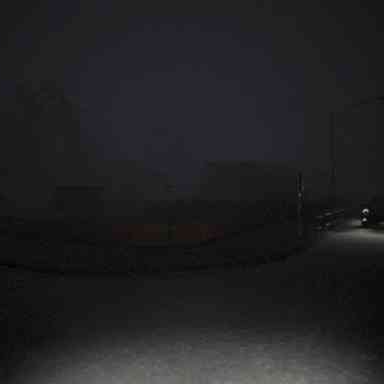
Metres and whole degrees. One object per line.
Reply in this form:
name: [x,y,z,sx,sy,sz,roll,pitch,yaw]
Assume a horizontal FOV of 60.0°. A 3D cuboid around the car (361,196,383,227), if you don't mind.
car: [11.314,1.059,19.560,2.097,1.767,4.553,-1,0,34]
